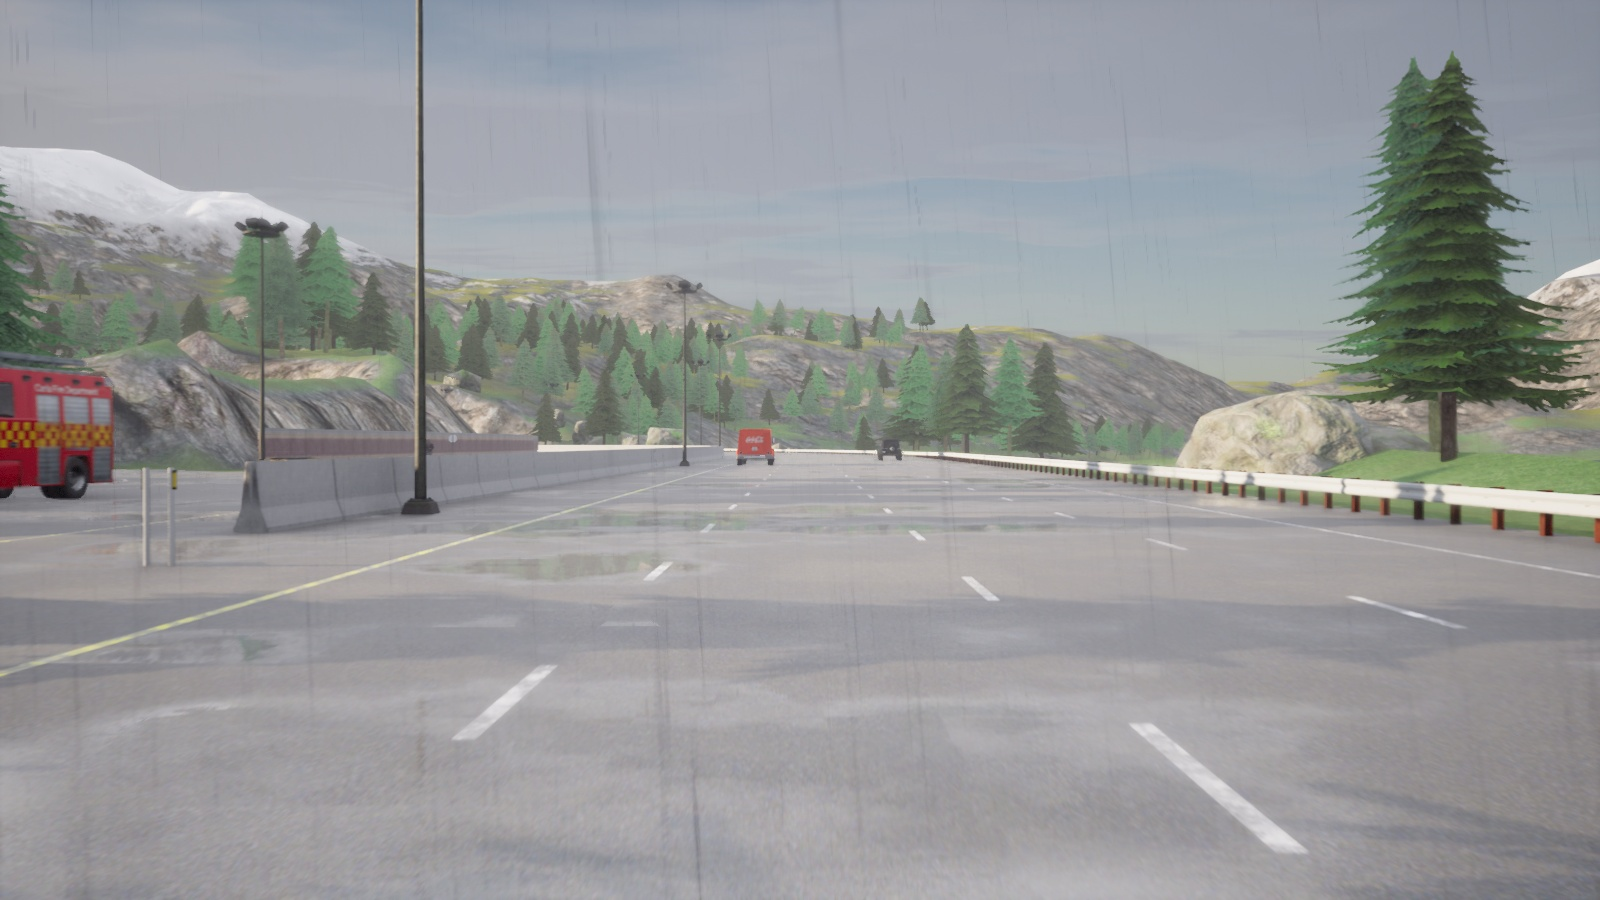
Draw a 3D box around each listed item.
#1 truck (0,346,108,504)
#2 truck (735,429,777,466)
[{"bbox_3d":[-20.903,-0.609,30.913,2.891,3.827,8.468,0,0,2],"label":"truck"},{"bbox_3d":[-2.987,-0.225,86.282,2.627,2.467,5.204,0,1,0],"label":"truck"}]
